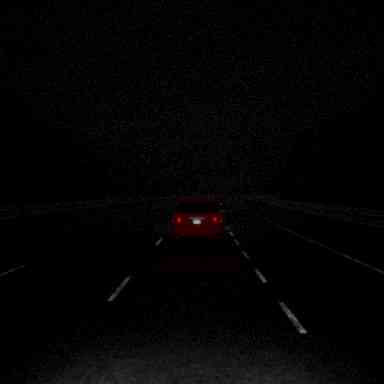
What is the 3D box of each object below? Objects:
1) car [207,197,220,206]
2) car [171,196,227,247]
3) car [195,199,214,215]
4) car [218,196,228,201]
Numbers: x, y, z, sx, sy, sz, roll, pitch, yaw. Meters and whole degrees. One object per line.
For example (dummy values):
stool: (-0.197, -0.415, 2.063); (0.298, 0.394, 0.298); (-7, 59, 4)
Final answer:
car: (3.800, 1.586, 58.688); (2.033, 1.411, 5.357); (0, 0, 7)
car: (0.284, 1.227, 15.301); (2.150, 2.045, 5.566); (0, 0, 2)
car: (1.421, 1.550, 35.425); (1.812, 1.442, 4.674); (0, 0, 4)
car: (8.001, 1.650, 85.472); (2.033, 1.411, 5.357); (0, 0, 11)
